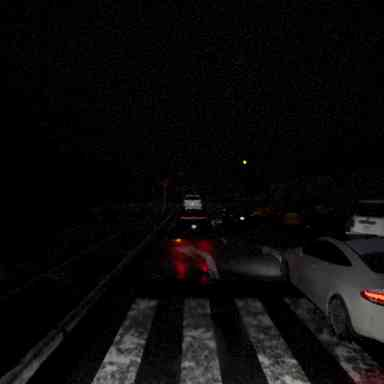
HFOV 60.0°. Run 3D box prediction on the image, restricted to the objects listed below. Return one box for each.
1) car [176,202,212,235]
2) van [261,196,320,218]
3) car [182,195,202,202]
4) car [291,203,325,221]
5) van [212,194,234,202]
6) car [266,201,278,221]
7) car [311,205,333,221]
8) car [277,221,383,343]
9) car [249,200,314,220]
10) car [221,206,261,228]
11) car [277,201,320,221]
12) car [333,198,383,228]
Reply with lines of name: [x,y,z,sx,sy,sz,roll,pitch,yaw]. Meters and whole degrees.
car: [0.099,1.525,19.040,2.128,1.511,4.902,0,0,0]
van: [7.965,1.329,26.377,4.442,1.987,1.878,1,0,-20]
car: [-0.004,1.340,38.921,2.150,2.045,5.566,0,0,-1]
car: [8.064,1.520,17.472,4.892,1.521,2.231,1,0,-20]
van: [7.966,1.515,81.645,4.442,1.987,1.878,1,-1,-20]
car: [8.097,1.573,23.449,4.792,1.488,2.163,1,-1,-20]
car: [8.076,1.509,14.486,5.008,1.535,2.097,1,0,-20]
car: [3.096,1.526,6.309,1.812,1.442,4.674,0,0,0]
car: [7.899,1.564,29.334,5.366,1.575,1.946,1,0,-20]
car: [3.102,1.612,22.571,1.994,1.385,4.181,0,0,0]
car: [8.245,1.530,20.519,5.366,1.575,1.946,1,-1,-20]
car: [8.100,1.249,11.522,5.566,2.045,2.435,1,0,-20]
